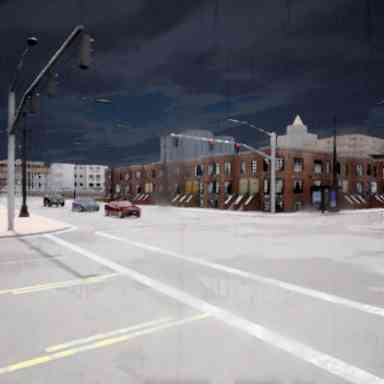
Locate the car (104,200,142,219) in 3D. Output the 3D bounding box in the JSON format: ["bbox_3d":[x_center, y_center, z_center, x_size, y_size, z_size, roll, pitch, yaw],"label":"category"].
[{"bbox_3d":[-6.302,1.494,30.062,1.882,1.535,5.008,0,0,-36],"label":"car"}]

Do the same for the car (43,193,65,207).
[{"bbox_3d":[-20.963,1.239,50.509,2.150,2.045,5.566,0,0,-35],"label":"car"}]

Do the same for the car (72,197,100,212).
[{"bbox_3d":[-12.269,1.368,38.375,2.097,1.767,4.553,0,0,-36],"label":"car"}]
